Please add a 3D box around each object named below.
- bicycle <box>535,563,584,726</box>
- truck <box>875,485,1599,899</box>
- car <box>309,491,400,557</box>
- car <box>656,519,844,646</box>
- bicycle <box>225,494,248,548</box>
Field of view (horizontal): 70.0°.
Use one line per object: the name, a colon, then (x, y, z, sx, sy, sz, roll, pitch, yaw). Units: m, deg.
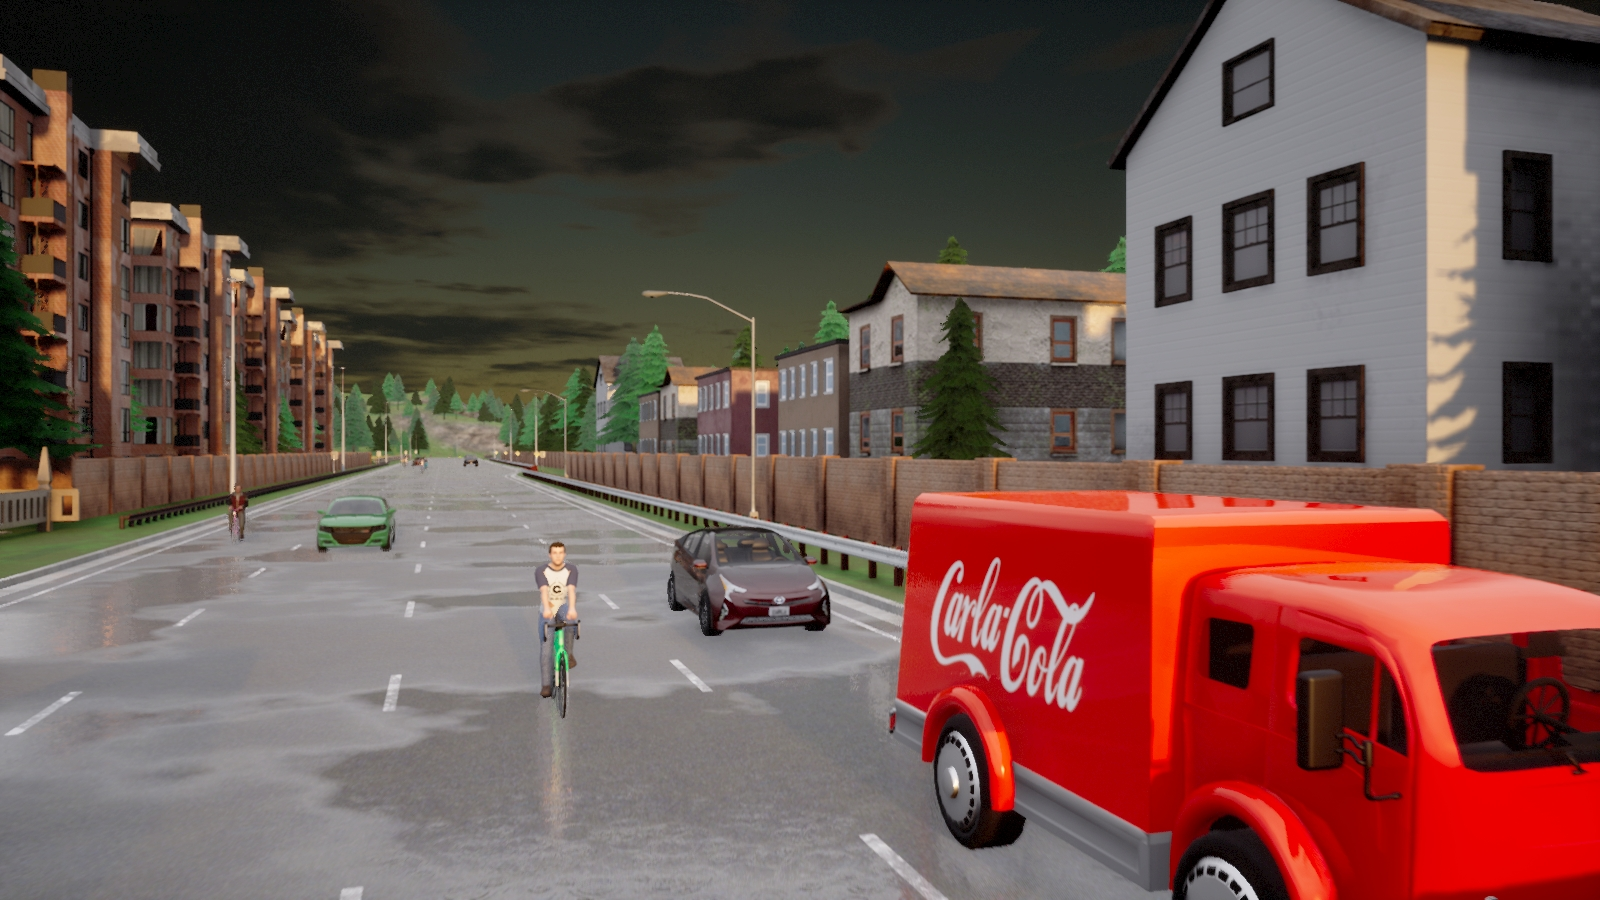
bicycle: (-2.642, 2.064, 12.476, 0.373, 1.496, 1.643, 0, 0, -17)
truck: (2.645, 1.565, 7.279, 2.627, 2.467, 5.204, 0, 1, -17)
car: (-12.716, 2.054, 32.893, 2.097, 1.535, 5.006, 0, 0, -17)
car: (-0.978, 2.051, 18.847, 2.007, 1.525, 4.514, 0, 0, -17)
bicycle: (-16.661, 2.081, 33.797, 0.329, 1.471, 1.835, 0, 0, -17)
